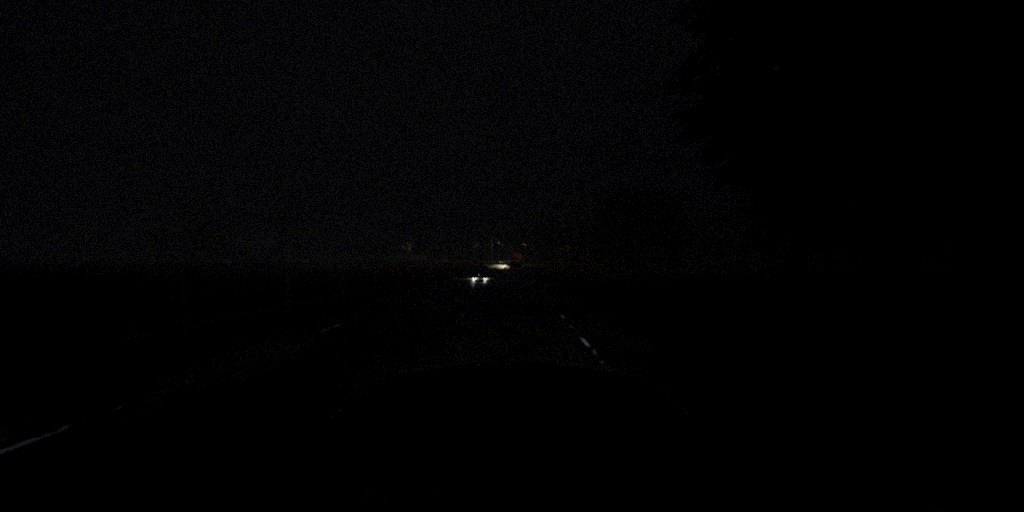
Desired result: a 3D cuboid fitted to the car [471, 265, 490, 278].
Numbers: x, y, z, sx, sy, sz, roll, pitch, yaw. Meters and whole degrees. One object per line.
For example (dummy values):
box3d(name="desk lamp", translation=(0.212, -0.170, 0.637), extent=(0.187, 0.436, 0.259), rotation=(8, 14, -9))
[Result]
box3d(name="car", translation=(-3.576, 1.714, 41.483), extent=(2.033, 1.411, 5.357), rotation=(0, -1, 0))

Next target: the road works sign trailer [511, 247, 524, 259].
box3d(name="road works sign trailer", translation=(1.001, -1.604, 64.872), extent=(2.380, 3.560, 2.880), rotation=(0, 0, -2))
